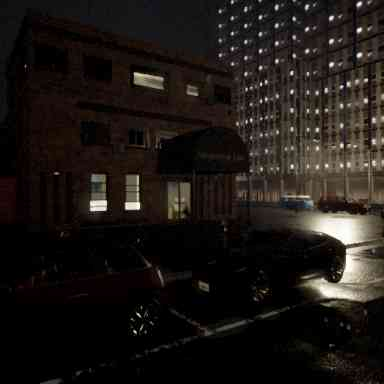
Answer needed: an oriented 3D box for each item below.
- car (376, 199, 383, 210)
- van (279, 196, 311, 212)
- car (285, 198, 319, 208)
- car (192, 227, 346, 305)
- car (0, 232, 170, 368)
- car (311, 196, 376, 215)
[{"bbox_3d":[21.810,1.497,37.860,2.008,1.369,4.403,0,0,-35],"label":"car"},{"bbox_3d":[11.765,1.325,37.611,1.690,1.788,3.998,0,0,-35],"label":"van"},{"bbox_3d":[15.472,1.512,46.950,1.802,1.307,4.206,0,0,-35],"label":"car"},{"bbox_3d":[2.022,1.565,8.078,4.313,1.339,1.947,0,0,-35],"label":"car"},{"bbox_3d":[-2.442,1.440,4.826,4.097,1.590,1.967,0,0,-35],"label":"car"},{"bbox_3d":[14.934,1.307,33.066,2.192,1.841,5.009,0,0,-35],"label":"car"}]
